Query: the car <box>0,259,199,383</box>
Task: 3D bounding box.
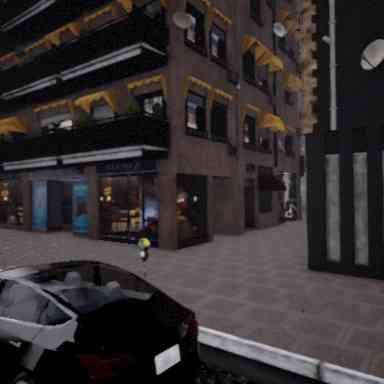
[{"bbox_3d":[-1.914,1.556,4.254,4.313,1.339,1.947,0,-1,36],"label":"car"}]
